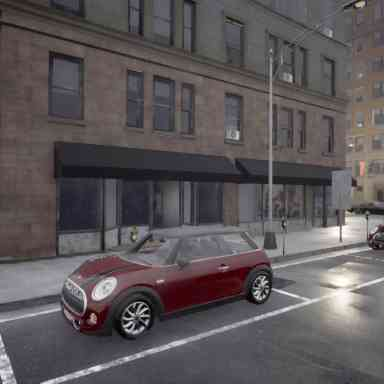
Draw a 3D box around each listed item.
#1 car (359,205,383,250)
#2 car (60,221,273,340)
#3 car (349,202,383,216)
[{"bbox_3d":[8.598,1.445,12.845,4.097,1.590,1.967,0,0,-35],"label":"car"},{"bbox_3d":[-0.362,1.441,6.488,4.097,1.590,1.967,0,0,-35],"label":"car"},{"bbox_3d":[16.498,1.538,29.398,1.895,1.301,4.718,1,0,-36],"label":"car"}]
